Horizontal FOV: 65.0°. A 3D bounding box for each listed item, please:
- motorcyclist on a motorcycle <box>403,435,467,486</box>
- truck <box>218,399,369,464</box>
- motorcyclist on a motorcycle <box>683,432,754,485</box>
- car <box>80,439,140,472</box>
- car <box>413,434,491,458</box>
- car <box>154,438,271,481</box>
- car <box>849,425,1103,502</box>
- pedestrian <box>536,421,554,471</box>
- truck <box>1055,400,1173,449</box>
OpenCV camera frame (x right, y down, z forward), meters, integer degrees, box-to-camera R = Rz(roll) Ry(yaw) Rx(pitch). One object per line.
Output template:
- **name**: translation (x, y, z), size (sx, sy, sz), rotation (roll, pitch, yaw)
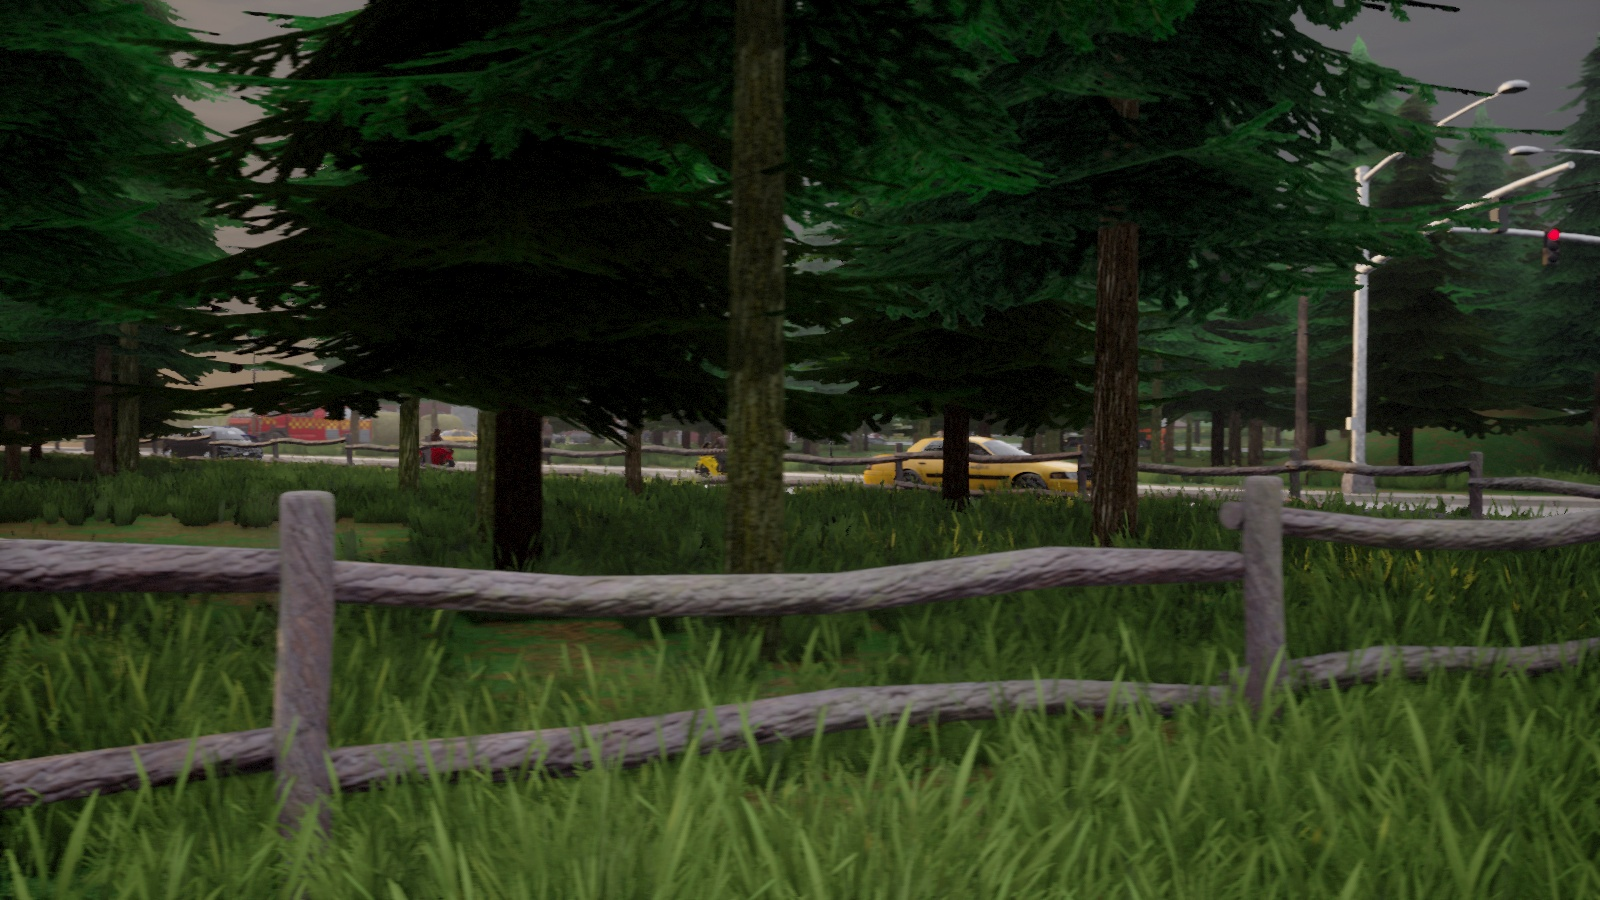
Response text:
- **motorcyclist on a motorcycle**: translation (-11.377, 0.311, 39.096), size (2.044, 1.523, 0.797), rotation (0, 1, 36)
- **truck**: translation (-31.488, -1.156, 78.477), size (2.891, 3.827, 8.468), rotation (0, 1, 35)
- **motorcyclist on a motorcycle**: translation (-2.393, 0.242, 36.829), size (2.044, 1.523, 0.797), rotation (0, 1, 36)
- **car**: translation (-33.883, 0.258, 61.585), size (1.837, 1.490, 4.892), rotation (-2, 1, -37)
- **car**: translation (-24.463, -0.278, 88.452), size (1.801, 1.575, 5.366), rotation (0, 1, 35)
- **car**: translation (-21.965, 0.334, 46.855), size (4.892, 1.490, 1.837), rotation (0, 1, 37)
- **car**: translation (3.823, 0.259, 27.919), size (5.366, 1.575, 1.801), rotation (0, 1, 36)
- **pedestrian**: translation (-9.623, -0.150, 47.365), size (0.634, 1.846, 0.331), rotation (0, 1, 42)
- **truck**: translation (23.156, -1.831, 92.699), size (7.936, 3.462, 2.891), rotation (0, 1, 35)
